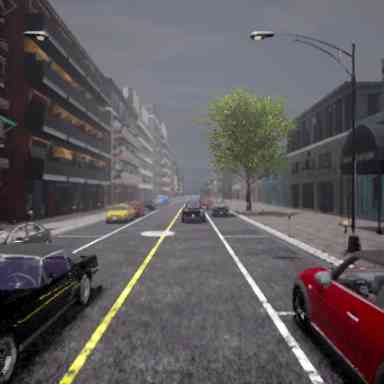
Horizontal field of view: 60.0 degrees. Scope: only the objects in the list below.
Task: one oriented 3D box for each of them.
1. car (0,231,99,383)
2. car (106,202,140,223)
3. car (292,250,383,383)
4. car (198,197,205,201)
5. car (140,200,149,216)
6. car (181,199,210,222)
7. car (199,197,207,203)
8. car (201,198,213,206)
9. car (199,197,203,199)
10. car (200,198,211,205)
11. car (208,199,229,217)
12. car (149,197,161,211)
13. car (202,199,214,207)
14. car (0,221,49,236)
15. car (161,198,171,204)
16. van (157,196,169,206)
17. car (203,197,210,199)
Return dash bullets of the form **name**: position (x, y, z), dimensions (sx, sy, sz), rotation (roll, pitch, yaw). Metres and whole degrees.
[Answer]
- **car**: position (-3.071, 1.620, 5.392), dimensions (1.895, 1.301, 4.718), rotation (0, 0, 0)
- **car**: position (-5.689, 1.623, 26.852), dimensions (1.752, 1.417, 4.829), rotation (0, 0, 0)
- **car**: position (2.689, 1.455, 4.232), dimensions (1.967, 1.590, 4.097), rotation (0, 0, 0)
- **car**: position (2.699, 2.016, 95.378), dimensions (1.802, 1.307, 4.206), rotation (0, 0, 0)
- **car**: position (-5.688, 1.665, 32.719), dimensions (1.887, 1.381, 4.507), rotation (0, 0, 0)
- **car**: position (0.104, 1.590, 27.452), dimensions (2.128, 1.511, 4.902), rotation (0, 0, 0)
- **car**: position (2.698, 1.934, 83.984), dimensions (1.947, 1.339, 4.313), rotation (0, 0, 0)
- **car**: position (2.695, 1.794, 61.198), dimensions (1.887, 1.381, 4.507), rotation (0, 0, 0)
- **car**: position (0.106, 1.740, 45.830), dimensions (1.994, 1.385, 4.181), rotation (0, 0, 0)
- **car**: position (2.696, 1.844, 66.895), dimensions (1.947, 1.339, 4.313), rotation (0, 0, 0)
- **car**: position (2.692, 1.671, 32.716), dimensions (2.008, 1.369, 4.403), rotation (0, 0, 0)
- **car**: position (-5.687, 1.734, 44.111), dimensions (1.947, 1.339, 4.313), rotation (0, 0, 0)
- **car**: position (2.695, 1.803, 55.501), dimensions (1.802, 1.307, 4.206), rotation (0, 0, 0)
- **car**: position (-5.691, 1.586, 9.931), dimensions (2.008, 1.369, 4.403), rotation (0, 0, 0)
- **car**: position (-5.684, 1.890, 72.596), dimensions (1.802, 1.307, 4.206), rotation (0, 0, 0)
- **van**: position (-5.686, 1.591, 61.203), dimensions (1.690, 1.788, 3.998), rotation (0, 0, 0)
- **car**: position (2.693, 1.713, 44.107), dimensions (1.887, 1.381, 4.507), rotation (0, 0, 0)
